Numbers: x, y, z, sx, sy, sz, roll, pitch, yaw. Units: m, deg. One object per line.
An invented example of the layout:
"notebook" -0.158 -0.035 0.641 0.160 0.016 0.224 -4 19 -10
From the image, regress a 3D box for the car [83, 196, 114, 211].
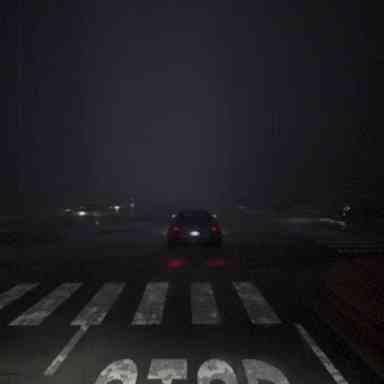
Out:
"car" -10.589 1.210 37.108 1.882 1.535 5.008 0 0 0

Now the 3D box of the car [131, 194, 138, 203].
"car" -10.530 1.094 57.160 1.837 1.490 4.892 0 0 1

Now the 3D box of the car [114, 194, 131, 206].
"car" -10.584 1.209 47.039 2.033 1.411 5.357 0 0 0

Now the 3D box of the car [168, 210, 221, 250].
"car" 0.097 1.413 13.608 1.994 1.385 4.181 0 0 0

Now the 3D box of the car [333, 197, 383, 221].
"car" 12.595 1.124 23.863 4.553 1.767 2.097 0 0 0
